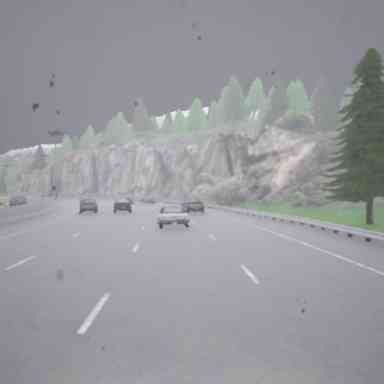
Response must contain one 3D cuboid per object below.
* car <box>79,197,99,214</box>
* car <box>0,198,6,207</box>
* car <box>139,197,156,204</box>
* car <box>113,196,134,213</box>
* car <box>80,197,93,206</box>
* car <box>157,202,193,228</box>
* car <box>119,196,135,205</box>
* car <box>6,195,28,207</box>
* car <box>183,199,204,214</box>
[{"bbox_3d":[-11.508,1.583,37.315,2.128,1.511,4.902,-1,0,-14],"label":"car"},{"bbox_3d":[-33.708,1.803,58.217,1.882,1.535,5.008,-1,0,-24],"label":"car"},{"bbox_3d":[-8.548,1.567,63.558,2.033,1.411,5.357,-1,0,-26],"label":"car"},{"bbox_3d":[-8.210,1.526,38.927,1.882,1.535,5.008,0,0,-15],"label":"car"},{"bbox_3d":[-19.162,1.660,60.204,1.837,1.490,4.892,0,0,-23],"label":"car"},{"bbox_3d":[-1.361,1.588,22.194,1.895,1.301,4.718,-1,0,-8],"label":"car"},{"bbox_3d":[-12.051,1.571,61.436,1.837,1.490,4.892,0,0,-22],"label":"car"},{"bbox_3d":[-28.126,1.494,54.087,2.150,2.045,5.566,-1,0,-21],"label":"car"},{"bbox_3d":[-0.066,1.444,34.938,2.128,1.511,4.902,0,0,-13],"label":"car"}]
